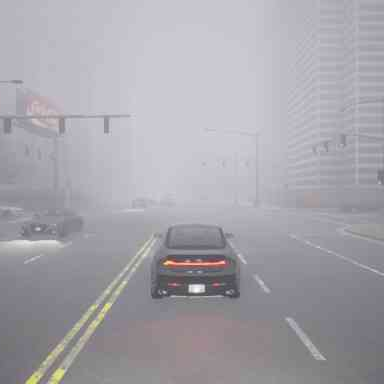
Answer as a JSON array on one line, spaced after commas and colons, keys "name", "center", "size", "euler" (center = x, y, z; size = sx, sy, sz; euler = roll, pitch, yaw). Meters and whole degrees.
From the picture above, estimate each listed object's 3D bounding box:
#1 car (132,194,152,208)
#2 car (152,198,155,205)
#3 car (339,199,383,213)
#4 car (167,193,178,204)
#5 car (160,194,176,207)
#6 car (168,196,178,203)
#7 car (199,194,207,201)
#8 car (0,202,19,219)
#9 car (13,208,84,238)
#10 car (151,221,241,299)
[{"name": "car", "center": [-7.409, 1.491, 47.742], "size": [2.128, 1.511, 4.902], "euler": [0, 0, 0]}, {"name": "car", "center": [-7.449, 1.601, 57.006], "size": [1.895, 1.301, 4.718], "euler": [0, 0, 0]}, {"name": "car", "center": [18.448, 1.477, 35.673], "size": [5.008, 1.535, 1.882], "euler": [0, 0, -1]}, {"name": "car", "center": [-3.959, 1.221, 61.298], "size": [2.150, 2.045, 5.566], "euler": [0, 0, 0]}, {"name": "car", "center": [-3.911, 1.526, 51.719], "size": [1.812, 1.442, 4.674], "euler": [0, 0, 0]}, {"name": "car", "center": [-3.962, 1.595, 71.344], "size": [1.895, 1.301, 4.718], "euler": [0, 0, 0]}, {"name": "car", "center": [2.924, 1.355, 88.718], "size": [2.097, 1.767, 4.553], "euler": [0, 0, 0]}, {"name": "car", "center": [-16.704, 1.526, 28.165], "size": [4.674, 1.442, 1.812], "euler": [0, 0, -2]}, {"name": "car", "center": [-7.209, 1.563, 17.540], "size": [1.994, 1.385, 4.181], "euler": [0, 0, -1]}, {"name": "car", "center": [0.056, 1.505, 8.462], "size": [1.837, 1.490, 4.892], "euler": [0, 0, -1]}]
